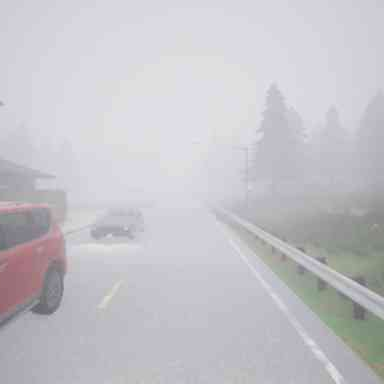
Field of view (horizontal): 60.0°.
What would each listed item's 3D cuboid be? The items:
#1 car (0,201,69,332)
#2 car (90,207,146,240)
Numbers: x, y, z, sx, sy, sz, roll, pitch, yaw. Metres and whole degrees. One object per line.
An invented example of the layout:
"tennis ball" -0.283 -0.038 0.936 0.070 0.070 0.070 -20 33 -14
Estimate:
"car" -3.593 1.200 4.593 2.150 2.045 5.566 0 0 0
"car" -3.515 1.464 16.874 2.033 1.411 5.357 0 0 0
